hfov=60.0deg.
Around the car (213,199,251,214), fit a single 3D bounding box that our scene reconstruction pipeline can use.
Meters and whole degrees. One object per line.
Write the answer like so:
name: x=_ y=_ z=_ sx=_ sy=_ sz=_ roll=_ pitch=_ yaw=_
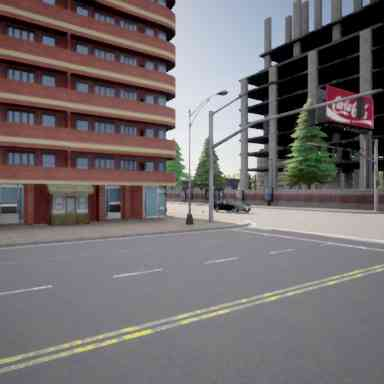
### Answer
car: x=4.230 y=1.489 z=35.917 sx=2.128 sy=1.511 sz=4.902 roll=0 pitch=0 yaw=-35
